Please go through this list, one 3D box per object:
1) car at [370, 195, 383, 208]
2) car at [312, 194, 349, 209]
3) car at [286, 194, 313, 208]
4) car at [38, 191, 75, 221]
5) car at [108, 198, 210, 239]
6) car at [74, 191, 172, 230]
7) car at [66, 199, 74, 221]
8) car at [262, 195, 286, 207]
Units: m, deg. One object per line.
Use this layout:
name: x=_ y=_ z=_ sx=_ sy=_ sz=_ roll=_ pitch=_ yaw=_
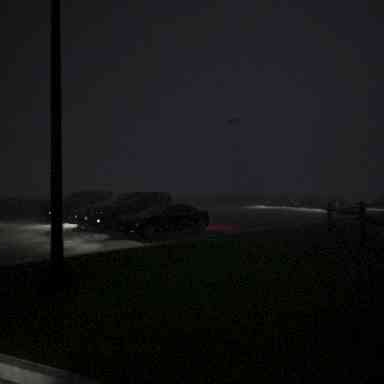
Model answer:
car: x=21.676 y=1.070 z=36.918 sx=5.357 sy=1.411 sz=2.033 roll=-1 pitch=1 yaw=-41
car: x=15.266 y=1.106 z=35.930 sx=4.181 sy=1.385 sz=1.994 roll=-1 pitch=1 yaw=-42
car: x=13.524 y=1.011 z=39.062 sx=4.892 sy=1.490 sz=1.837 roll=-1 pitch=1 yaw=-41
car: x=-8.166 y=0.934 z=24.318 sx=5.566 sy=2.045 sz=2.150 roll=-1 pitch=1 yaw=-42
car: x=-1.298 y=1.278 z=16.378 sx=5.008 sy=1.535 sz=1.882 roll=-1 pitch=1 yaw=-42
car: x=-3.462 y=0.991 z=19.137 sx=5.566 sy=2.045 sz=2.150 roll=-1 pitch=1 yaw=-42
car: x=-5.670 y=1.303 z=21.859 sx=4.181 sy=1.385 sz=1.994 roll=-1 pitch=1 yaw=-42
car: x=10.569 y=1.049 z=41.118 sx=4.181 sy=1.385 sz=1.994 roll=-1 pitch=1 yaw=-42
